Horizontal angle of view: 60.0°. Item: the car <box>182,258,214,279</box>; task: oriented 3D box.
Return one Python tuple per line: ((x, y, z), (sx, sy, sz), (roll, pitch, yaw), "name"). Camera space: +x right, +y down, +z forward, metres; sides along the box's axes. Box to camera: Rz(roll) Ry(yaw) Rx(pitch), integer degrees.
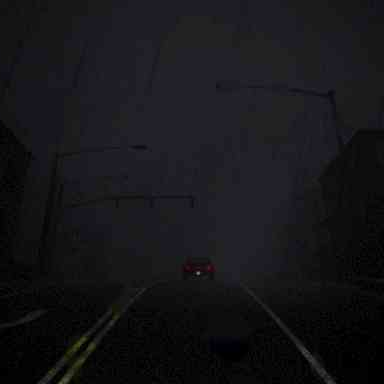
((0.417, 4.938, 21.481), (1.895, 1.301, 4.718), (0, -13, 2), "car")
